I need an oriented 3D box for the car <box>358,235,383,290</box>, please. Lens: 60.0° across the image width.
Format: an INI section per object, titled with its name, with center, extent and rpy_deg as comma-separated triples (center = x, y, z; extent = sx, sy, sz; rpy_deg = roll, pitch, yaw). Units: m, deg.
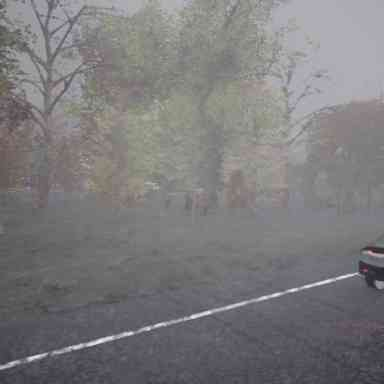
[car]
center = 5.911, 1.528, 7.955
extent = 4.902, 1.511, 2.128
rpy_deg = 0, 0, -35
